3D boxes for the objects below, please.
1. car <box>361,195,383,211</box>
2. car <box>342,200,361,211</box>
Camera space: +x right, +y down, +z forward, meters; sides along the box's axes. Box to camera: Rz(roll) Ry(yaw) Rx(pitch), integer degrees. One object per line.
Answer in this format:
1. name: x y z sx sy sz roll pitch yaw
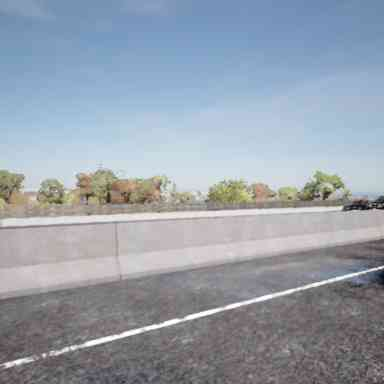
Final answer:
1. car: 20.933 1.381 35.566 5.566 2.045 2.150 0 0 -34
2. car: 19.553 1.666 38.852 4.892 1.490 1.837 0 0 -34
